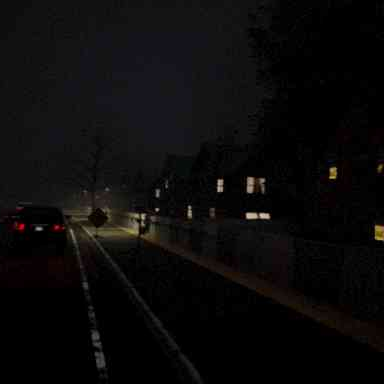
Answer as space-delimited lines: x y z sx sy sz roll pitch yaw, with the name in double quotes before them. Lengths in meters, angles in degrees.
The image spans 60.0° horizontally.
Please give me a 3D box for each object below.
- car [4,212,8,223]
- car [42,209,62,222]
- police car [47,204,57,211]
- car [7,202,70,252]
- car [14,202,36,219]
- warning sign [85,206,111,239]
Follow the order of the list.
"car" -17.659 2.407 33.578 2.033 1.411 5.357 3 -3 -22
"car" -16.663 2.757 39.724 1.994 1.385 4.181 3 -3 -22
"police car" -35.474 3.970 84.040 1.930 1.638 5.238 4 -3 -25
"car" -7.310 1.699 16.365 2.150 2.045 5.566 3 -3 -20
"car" -22.099 2.404 44.222 2.150 2.045 5.566 3 -3 -22
"warning sign" -5.672 1.833 19.984 1.300 1.860 1.060 5 -2 -21
